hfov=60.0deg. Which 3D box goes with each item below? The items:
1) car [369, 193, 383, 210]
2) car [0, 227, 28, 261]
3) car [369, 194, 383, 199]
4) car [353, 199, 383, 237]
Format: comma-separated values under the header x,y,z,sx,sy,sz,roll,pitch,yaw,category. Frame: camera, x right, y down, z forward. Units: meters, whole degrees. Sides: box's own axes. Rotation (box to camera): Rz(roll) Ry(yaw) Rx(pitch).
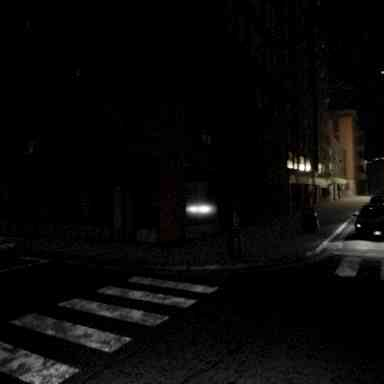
x,y,z,sx,sy,sz,roll,pitch,yaw,category
19.084,0.926,33.451,2.128,1.511,4.902,-2,0,30,car
-7.848,1.735,11.763,4.829,1.417,1.752,-1,0,30,car
13.964,1.081,24.629,2.128,1.511,4.902,-2,0,30,car
9.032,1.284,16.138,2.033,1.411,5.357,-2,0,30,car
